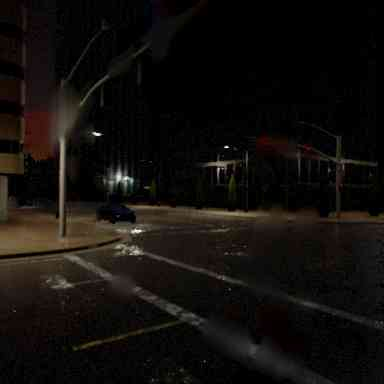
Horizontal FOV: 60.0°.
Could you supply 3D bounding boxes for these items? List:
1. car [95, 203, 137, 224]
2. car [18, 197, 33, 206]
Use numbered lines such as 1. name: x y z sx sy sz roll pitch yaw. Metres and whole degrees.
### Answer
1. car: -6.191 1.680 26.782 1.882 1.535 5.008 1 -1 -36
2. car: -29.266 1.708 58.448 2.128 1.511 4.902 1 -1 -36
